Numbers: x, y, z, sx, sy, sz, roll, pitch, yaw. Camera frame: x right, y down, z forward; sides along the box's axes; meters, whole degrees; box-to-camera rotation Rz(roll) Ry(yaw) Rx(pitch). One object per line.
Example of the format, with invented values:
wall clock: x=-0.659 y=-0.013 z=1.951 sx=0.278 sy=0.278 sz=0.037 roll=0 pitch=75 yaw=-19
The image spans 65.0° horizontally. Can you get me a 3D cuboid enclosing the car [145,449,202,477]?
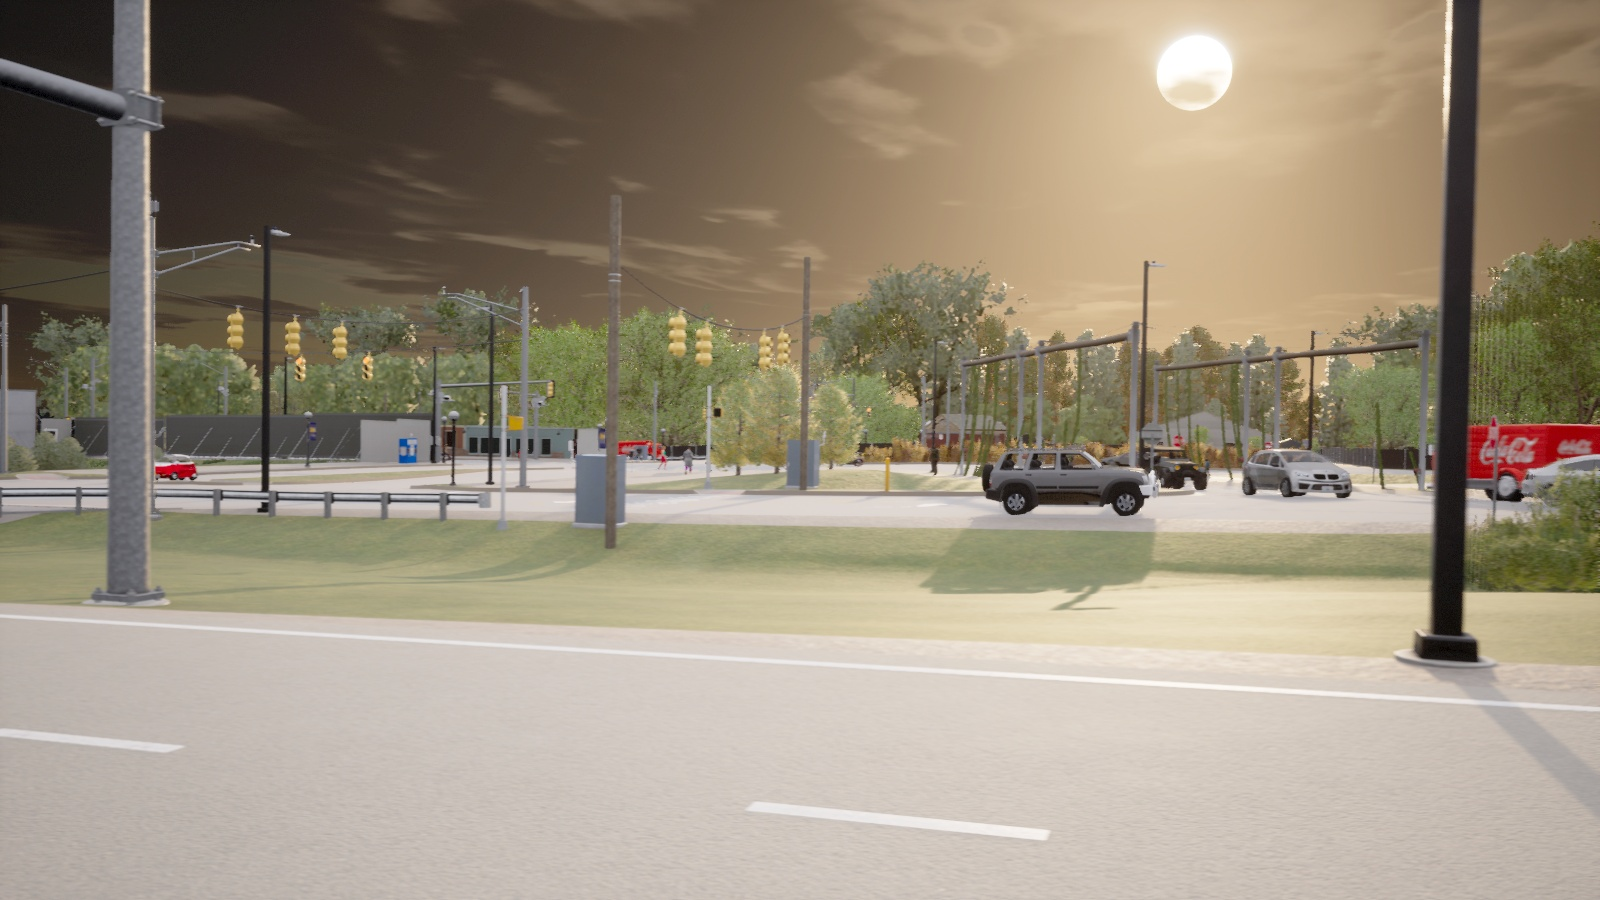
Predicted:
car: x=-32.067 y=0.650 z=64.283 sx=1.481 sy=1.376 sz=2.207 roll=0 pitch=0 yaw=18

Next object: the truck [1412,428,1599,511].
truck: x=22.717 y=0.610 z=40.457 sx=2.627 sy=2.467 sz=5.204 roll=1 pitch=0 yaw=-14

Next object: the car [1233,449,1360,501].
car: x=17.134 y=0.862 z=43.621 sx=2.242 sy=1.667 sz=4.611 roll=1 pitch=-1 yaw=-5

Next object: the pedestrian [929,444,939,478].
pedestrian: x=7.888 y=0.651 z=74.015 sx=0.395 sy=1.930 sz=0.692 roll=1 pitch=1 yaw=-7

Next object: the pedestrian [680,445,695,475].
pedestrian: x=-7.480 y=0.639 z=83.660 sx=0.659 sy=1.952 sz=0.873 roll=2 pitch=1 yaw=19

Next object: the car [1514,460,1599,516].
car: x=21.849 y=1.008 z=33.351 sx=1.812 sy=1.442 sz=4.674 roll=-1 pitch=1 yaw=-42

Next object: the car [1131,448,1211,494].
car: x=16.052 y=0.906 z=54.549 sx=1.905 sy=1.878 sz=3.866 roll=1 pitch=-1 yaw=-7

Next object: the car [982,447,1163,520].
car: x=7.366 y=0.869 z=33.874 sx=4.605 sy=1.855 sz=1.932 roll=0 pitch=1 yaw=18
